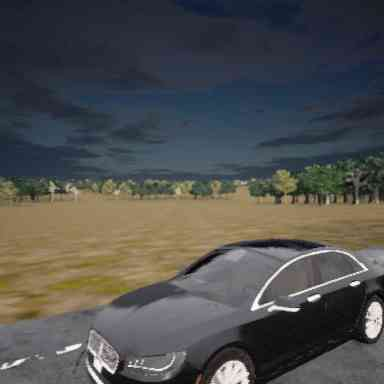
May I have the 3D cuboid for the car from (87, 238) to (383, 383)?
[{"bbox_3d":[1.015,1.496,4.778,4.892,1.490,1.837,0,0,-36],"label":"car"}]
